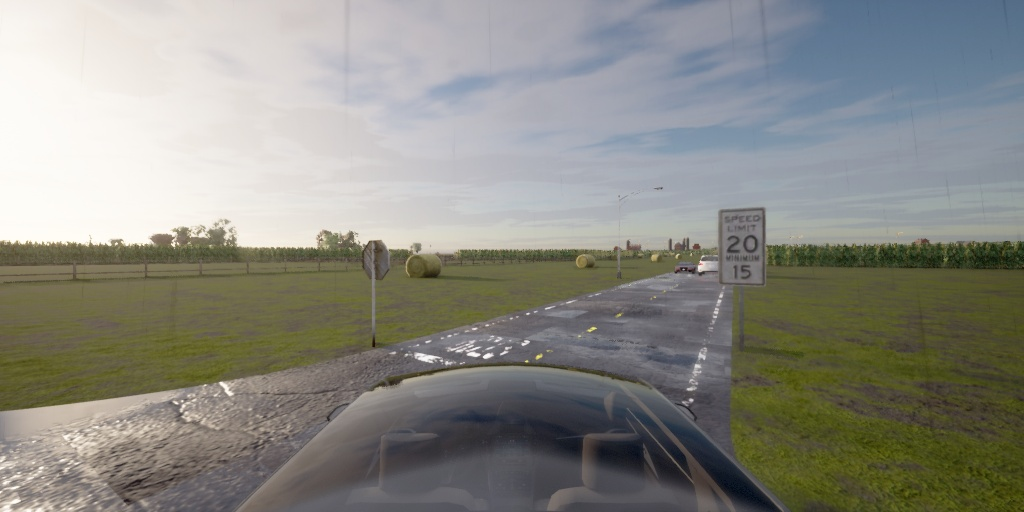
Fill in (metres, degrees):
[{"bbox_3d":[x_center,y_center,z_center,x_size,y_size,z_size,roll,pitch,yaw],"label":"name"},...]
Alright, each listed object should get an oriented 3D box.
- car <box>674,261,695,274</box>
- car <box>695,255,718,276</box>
[{"bbox_3d":[19.855,1.286,40.943,1.994,1.385,4.181,0,0,32],"label":"car"},{"bbox_3d":[20.149,0.950,36.093,2.150,2.045,5.566,0,0,33],"label":"car"}]
